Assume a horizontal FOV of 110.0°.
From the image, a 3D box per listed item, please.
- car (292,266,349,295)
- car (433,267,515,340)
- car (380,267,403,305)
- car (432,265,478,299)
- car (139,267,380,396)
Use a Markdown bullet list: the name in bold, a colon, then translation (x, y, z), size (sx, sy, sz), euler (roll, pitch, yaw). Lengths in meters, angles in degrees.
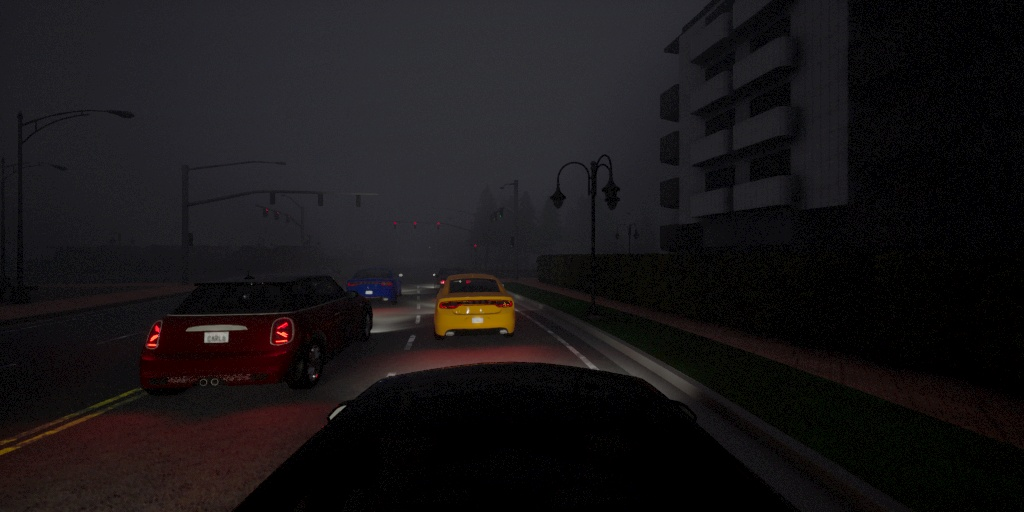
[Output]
- **car**: translation (-10.864, 1.314, 20.701), size (1.994, 1.385, 4.181), euler (0, 0, -14)
- **car**: translation (-1.161, 1.228, 10.121), size (1.882, 1.535, 5.008), euler (0, 0, -10)
- **car**: translation (-5.976, 1.228, 15.939), size (1.882, 1.535, 5.008), euler (0, 0, -14)
- **car**: translation (-3.289, 1.297, 19.713), size (2.033, 1.411, 5.357), euler (0, 0, -14)
- **car**: translation (-4.214, 1.102, 6.878), size (2.097, 1.767, 4.553), euler (0, 0, -8)
